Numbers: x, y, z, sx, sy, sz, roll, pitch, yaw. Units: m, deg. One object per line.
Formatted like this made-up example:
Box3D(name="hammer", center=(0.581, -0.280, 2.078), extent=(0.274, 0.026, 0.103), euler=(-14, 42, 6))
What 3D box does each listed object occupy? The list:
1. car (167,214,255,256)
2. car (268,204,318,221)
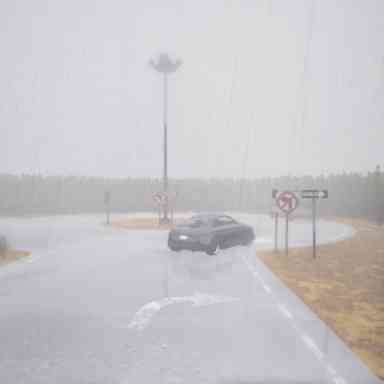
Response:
Box3D(name="car", center=(0.888, 1.569, 13.344), extent=(1.994, 1.385, 4.181), euler=(0, 0, 36))
Box3D(name="car", center=(7.999, 1.614, 26.982), extent=(1.895, 1.301, 4.718), euler=(0, 0, -15))
